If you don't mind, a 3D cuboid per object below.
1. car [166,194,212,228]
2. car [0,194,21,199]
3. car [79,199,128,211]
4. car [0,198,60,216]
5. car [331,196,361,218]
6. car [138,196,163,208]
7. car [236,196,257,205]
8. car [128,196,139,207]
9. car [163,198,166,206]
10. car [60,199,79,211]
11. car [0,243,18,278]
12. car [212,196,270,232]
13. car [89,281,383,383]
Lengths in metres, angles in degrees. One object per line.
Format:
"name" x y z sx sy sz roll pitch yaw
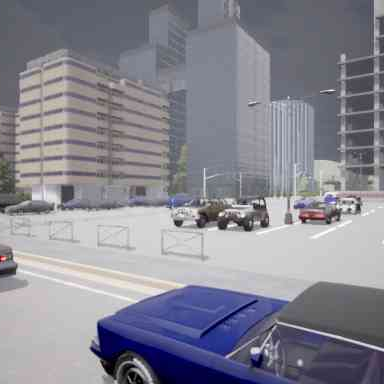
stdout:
"car" 0.709 1.164 20.898 1.932 1.855 4.605 0 0 34
"car" -20.196 1.254 33.981 2.150 2.045 5.566 0 0 34
"car" -10.919 1.577 41.514 2.033 1.411 5.357 0 0 34
"car" -16.249 1.554 33.543 1.812 1.442 4.674 0 0 34
"car" 15.101 1.402 32.186 1.970 1.475 3.806 0 0 34
"car" -5.126 1.577 50.130 2.033 1.411 5.357 0 0 34
"car" 9.724 1.528 59.367 1.837 1.490 4.892 0 0 34
"car" -8.810 1.384 50.885 2.097 1.767 4.553 0 0 35
"car" -0.903 1.245 43.531 2.150 2.045 5.566 0 0 34
"car" -14.487 1.579 42.489 2.033 1.411 5.357 0 0 34
"car" -6.658 1.556 8.659 5.357 1.411 2.033 0 0 35
"car" 3.076 1.164 19.232 1.905 1.878 3.866 0 0 34
"car" 1.187 1.602 3.143 4.718 1.301 1.895 0 0 35
